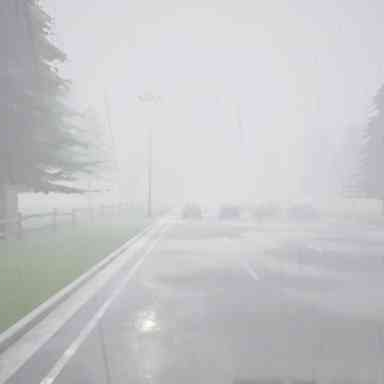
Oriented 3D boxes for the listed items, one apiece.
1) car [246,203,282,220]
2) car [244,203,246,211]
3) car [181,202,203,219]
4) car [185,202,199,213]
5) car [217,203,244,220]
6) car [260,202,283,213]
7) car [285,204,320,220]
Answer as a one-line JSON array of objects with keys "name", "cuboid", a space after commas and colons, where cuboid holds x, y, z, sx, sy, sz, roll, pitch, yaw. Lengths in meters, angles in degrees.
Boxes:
[{"name": "car", "cuboid": [7.001, 1.825, 32.282, 2.128, 1.511, 4.902, 0, 0, 0]}, {"name": "car", "cuboid": [7.014, 2.057, 44.328, 1.895, 1.301, 4.718, 0, -1, 0]}, {"name": "car", "cuboid": [0.002, 1.827, 32.562, 2.128, 1.511, 4.902, 0, 0, 0]}, {"name": "car", "cuboid": [0.020, 2.062, 44.831, 1.895, 1.301, 4.718, 0, -1, 0]}, {"name": "car", "cuboid": [3.501, 1.811, 32.364, 1.882, 1.535, 5.008, 0, 0, 0]}, {"name": "car", "cuboid": [10.514, 2.056, 44.274, 1.895, 1.301, 4.718, 0, -1, 0]}, {"name": "car", "cuboid": [10.497, 1.876, 31.890, 2.033, 1.411, 5.357, 0, -1, 0]}]
